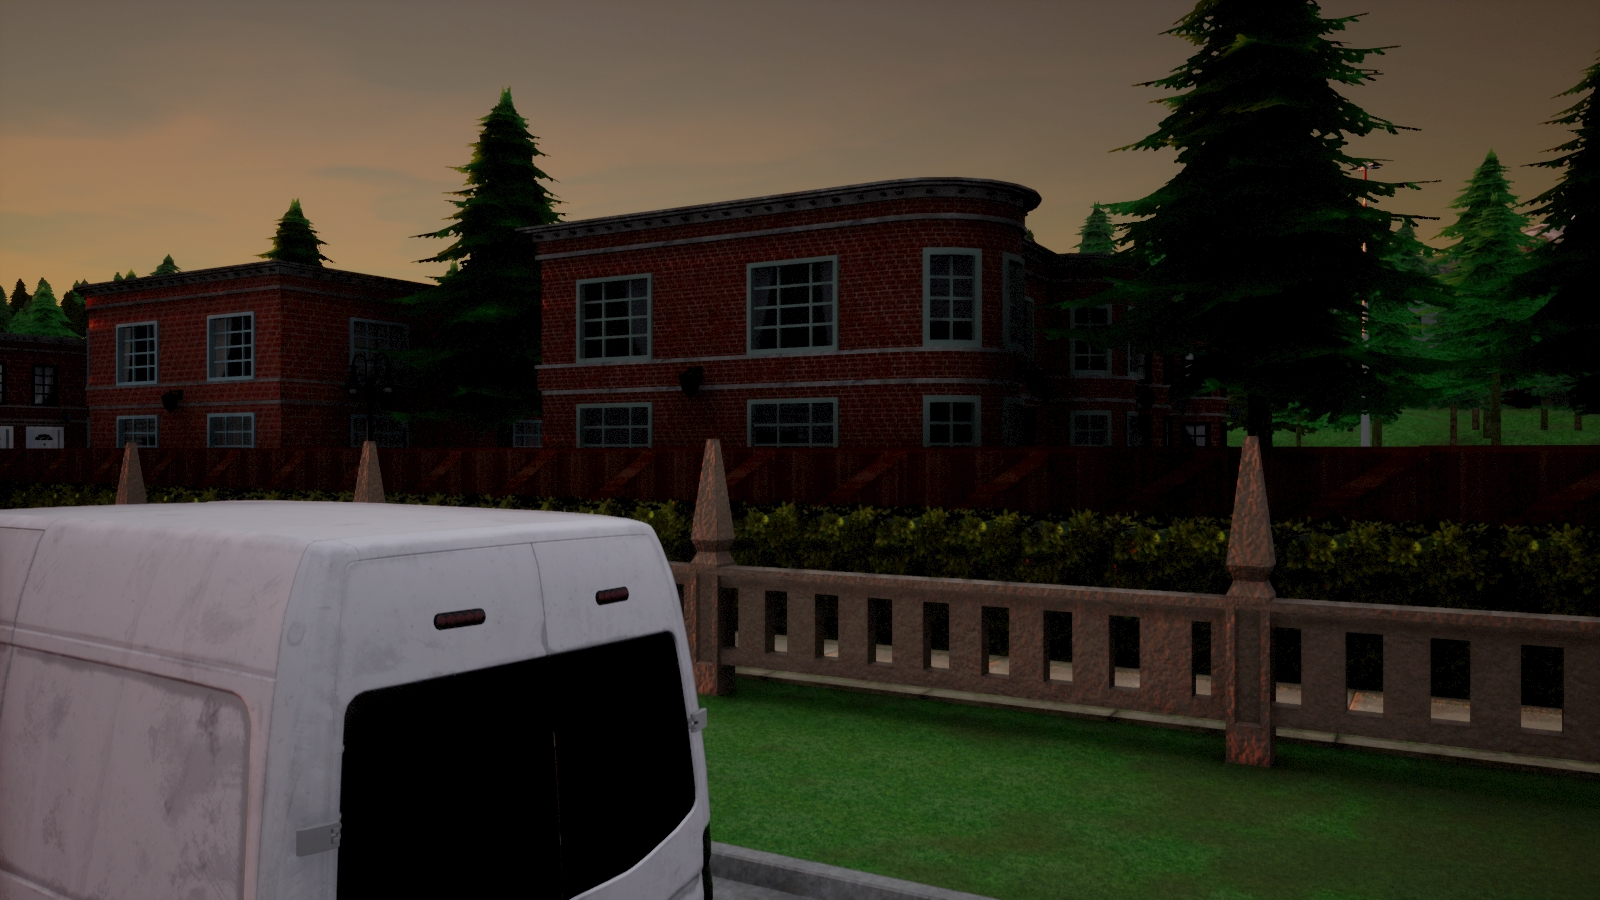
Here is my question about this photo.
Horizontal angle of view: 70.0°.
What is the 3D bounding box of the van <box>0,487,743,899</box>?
[{"bbox_3d":[-3.240,1.534,5.467,5.915,2.561,1.988,0,0,34],"label":"van"}]
